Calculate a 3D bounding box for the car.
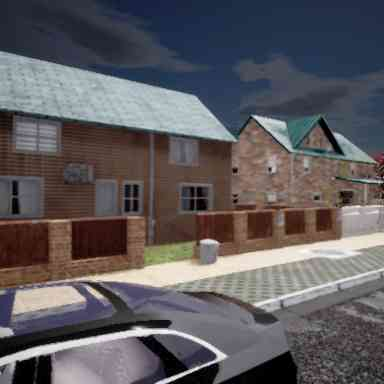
[{"bbox_3d":[-1.383,1.492,2.081,4.902,1.511,2.128,0,0,-35],"label":"car"}]
